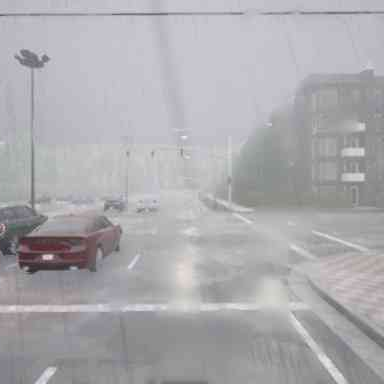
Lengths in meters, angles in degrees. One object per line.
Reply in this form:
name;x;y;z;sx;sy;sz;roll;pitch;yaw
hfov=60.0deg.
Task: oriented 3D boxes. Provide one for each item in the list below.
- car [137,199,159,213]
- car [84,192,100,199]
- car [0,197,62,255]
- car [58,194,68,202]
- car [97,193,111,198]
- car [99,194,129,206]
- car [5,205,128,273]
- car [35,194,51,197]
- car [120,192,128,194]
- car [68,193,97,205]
car;-4.230;1.338;32.692;1.895;1.301;4.718;0;0;-2
car;-23.255;0.821;77.513;2.033;1.411;5.357;0;0;0
car;-7.034;1.249;12.819;2.097;1.767;4.553;0;1;-1
car;-23.281;1.054;61.424;2.033;1.411;5.357;0;0;0
car;-16.276;0.967;63.720;1.882;1.535;5.008;0;0;0
car;-7.795;1.229;34.328;1.837;1.490;4.892;0;0;-2
car;-3.484;1.393;10.454;1.882;1.535;5.008;0;0;-1
car;-23.290;1.068;51.034;1.882;1.535;5.008;0;0;0
car;-16.254;0.753;78.923;2.033;1.411;5.357;0;0;0
car;-16.299;0.952;49.874;2.097;1.767;4.553;0;0;0
